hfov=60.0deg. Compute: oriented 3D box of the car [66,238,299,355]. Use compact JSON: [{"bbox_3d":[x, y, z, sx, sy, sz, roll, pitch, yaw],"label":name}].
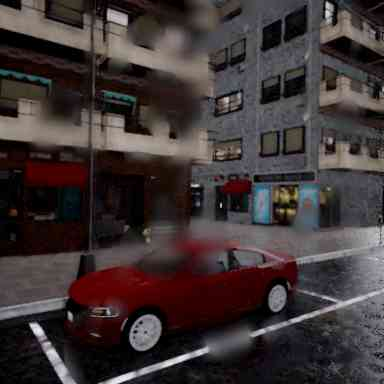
[{"bbox_3d":[0.067,1.583,6.138,4.507,1.381,1.887,1,0,-36],"label":"car"}]
